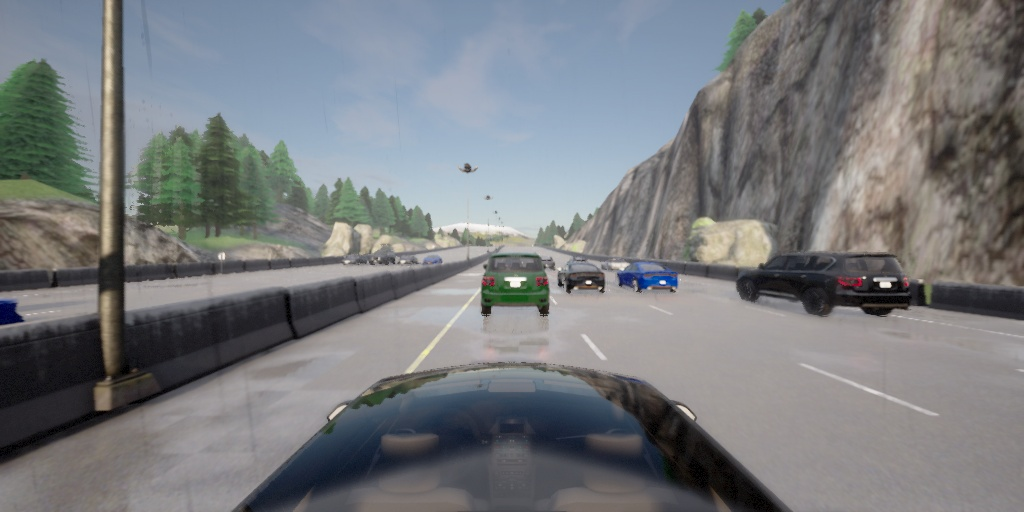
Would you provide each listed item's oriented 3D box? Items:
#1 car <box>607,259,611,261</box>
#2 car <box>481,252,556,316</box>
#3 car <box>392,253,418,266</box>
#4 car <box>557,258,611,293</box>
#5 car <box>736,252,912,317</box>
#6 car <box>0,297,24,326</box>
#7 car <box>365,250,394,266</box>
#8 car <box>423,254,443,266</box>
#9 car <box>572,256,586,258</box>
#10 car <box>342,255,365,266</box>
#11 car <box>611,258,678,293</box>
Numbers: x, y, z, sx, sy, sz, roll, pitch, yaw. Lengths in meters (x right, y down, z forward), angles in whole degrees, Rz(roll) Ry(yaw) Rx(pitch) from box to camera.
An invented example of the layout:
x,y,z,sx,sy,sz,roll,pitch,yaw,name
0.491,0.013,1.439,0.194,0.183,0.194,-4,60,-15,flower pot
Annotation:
x,y,z,sx,sy,sz,roll,pitch,yaw,name
10.599,0.900,37.060,1.895,1.301,4.718,0,1,0,car
0.099,0.877,13.052,2.150,2.045,5.566,0,1,0,car
-14.075,0.548,48.634,2.128,1.511,4.902,0,1,0,car
3.600,1.060,19.315,1.882,1.535,5.008,0,1,0,car
10.600,0.879,12.856,2.150,2.045,5.566,0,1,0,car
-10.601,1.206,4.901,1.882,1.535,5.008,0,0,0,car
-17.572,0.271,48.948,2.150,2.045,5.566,0,1,0,car
-10.579,0.545,48.081,1.882,1.535,5.008,0,1,0,car
7.098,0.759,38.749,2.128,1.511,4.902,0,1,0,car
-21.069,0.557,48.208,2.128,1.511,4.902,0,1,0,car
7.099,1.059,19.338,1.882,1.535,5.008,0,1,0,car
